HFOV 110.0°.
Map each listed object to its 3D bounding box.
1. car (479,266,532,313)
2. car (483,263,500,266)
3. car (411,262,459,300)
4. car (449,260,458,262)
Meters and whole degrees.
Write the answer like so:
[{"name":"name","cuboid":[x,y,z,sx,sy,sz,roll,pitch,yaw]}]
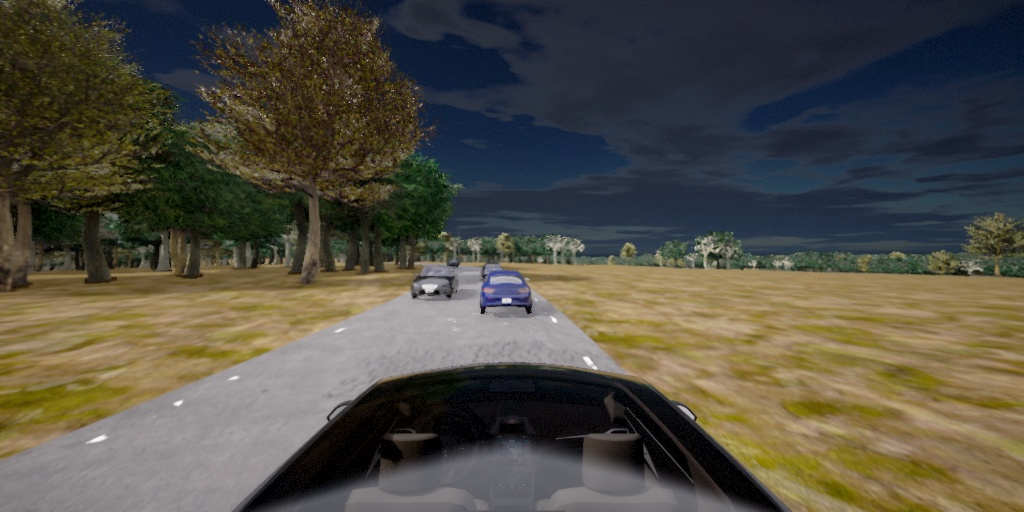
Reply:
[{"name":"car","cuboid":[-0.280,1.272,13.869,1.812,1.442,4.674,0,0,-3]},{"name":"car","cuboid":[-1.804,1.293,31.991,2.033,1.411,5.357,0,0,-7]},{"name":"car","cuboid":[-3.716,1.242,17.886,2.128,1.511,4.902,0,0,-4]},{"name":"car","cuboid":[-9.777,1.357,59.591,2.033,1.411,5.357,0,0,-12]}]
